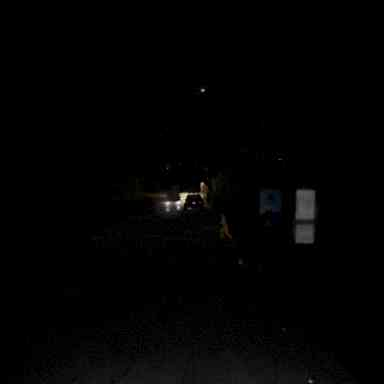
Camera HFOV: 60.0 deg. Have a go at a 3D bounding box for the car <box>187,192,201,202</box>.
[{"bbox_3d":[0.259,0.693,46.377,1.895,1.301,4.718,0,1,1],"label":"car"}]

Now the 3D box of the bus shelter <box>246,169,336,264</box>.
[{"bbox_3d":[3.196,0.654,11.597,1.920,2.740,3.880,1,2,0],"label":"bus shelter"}]

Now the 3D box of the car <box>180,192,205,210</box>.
[{"bbox_3d":[0.205,0.939,31.401,2.033,1.411,5.357,0,1,1],"label":"car"}]

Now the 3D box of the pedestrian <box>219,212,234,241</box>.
[{"bbox_3d":[1.345,1.320,13.291,0.375,1.300,0.375,-1,2,-10],"label":"pedestrian"}]

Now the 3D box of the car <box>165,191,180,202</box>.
[{"bbox_3d":[-2.627,0.603,47.145,1.812,1.442,4.674,0,1,0],"label":"car"}]
